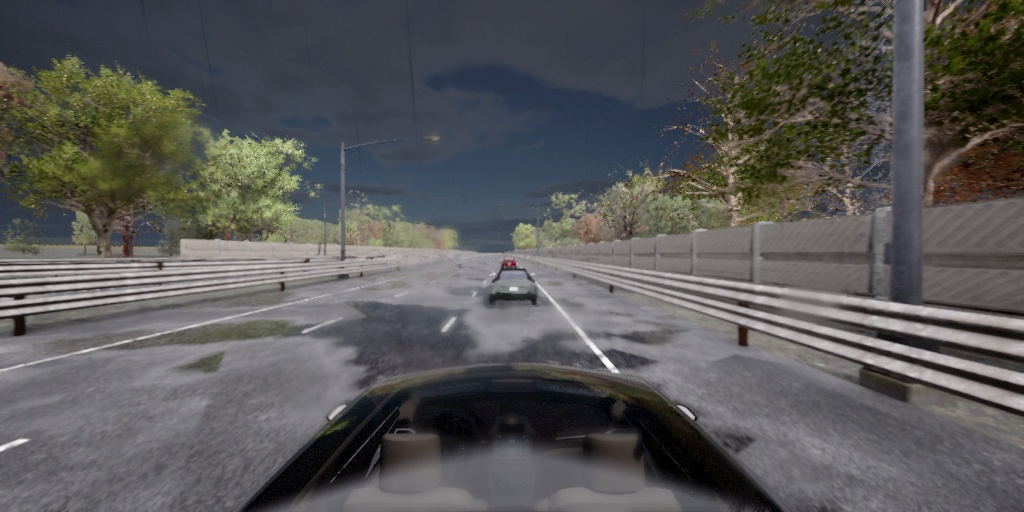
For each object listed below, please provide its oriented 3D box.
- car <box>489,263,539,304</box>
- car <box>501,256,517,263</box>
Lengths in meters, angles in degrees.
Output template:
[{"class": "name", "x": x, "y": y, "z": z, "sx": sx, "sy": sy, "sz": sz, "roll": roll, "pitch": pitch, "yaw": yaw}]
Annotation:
[{"class": "car", "x": 0.053, "y": 1.189, "z": 15.418, "sx": 1.994, "sy": 1.385, "sz": 4.181, "roll": 0, "pitch": 1, "yaw": 0}, {"class": "car", "x": -0.368, "y": 0.789, "z": 47.257, "sx": 1.882, "sy": 1.535, "sz": 5.008, "roll": 0, "pitch": 1, "yaw": -1}]
